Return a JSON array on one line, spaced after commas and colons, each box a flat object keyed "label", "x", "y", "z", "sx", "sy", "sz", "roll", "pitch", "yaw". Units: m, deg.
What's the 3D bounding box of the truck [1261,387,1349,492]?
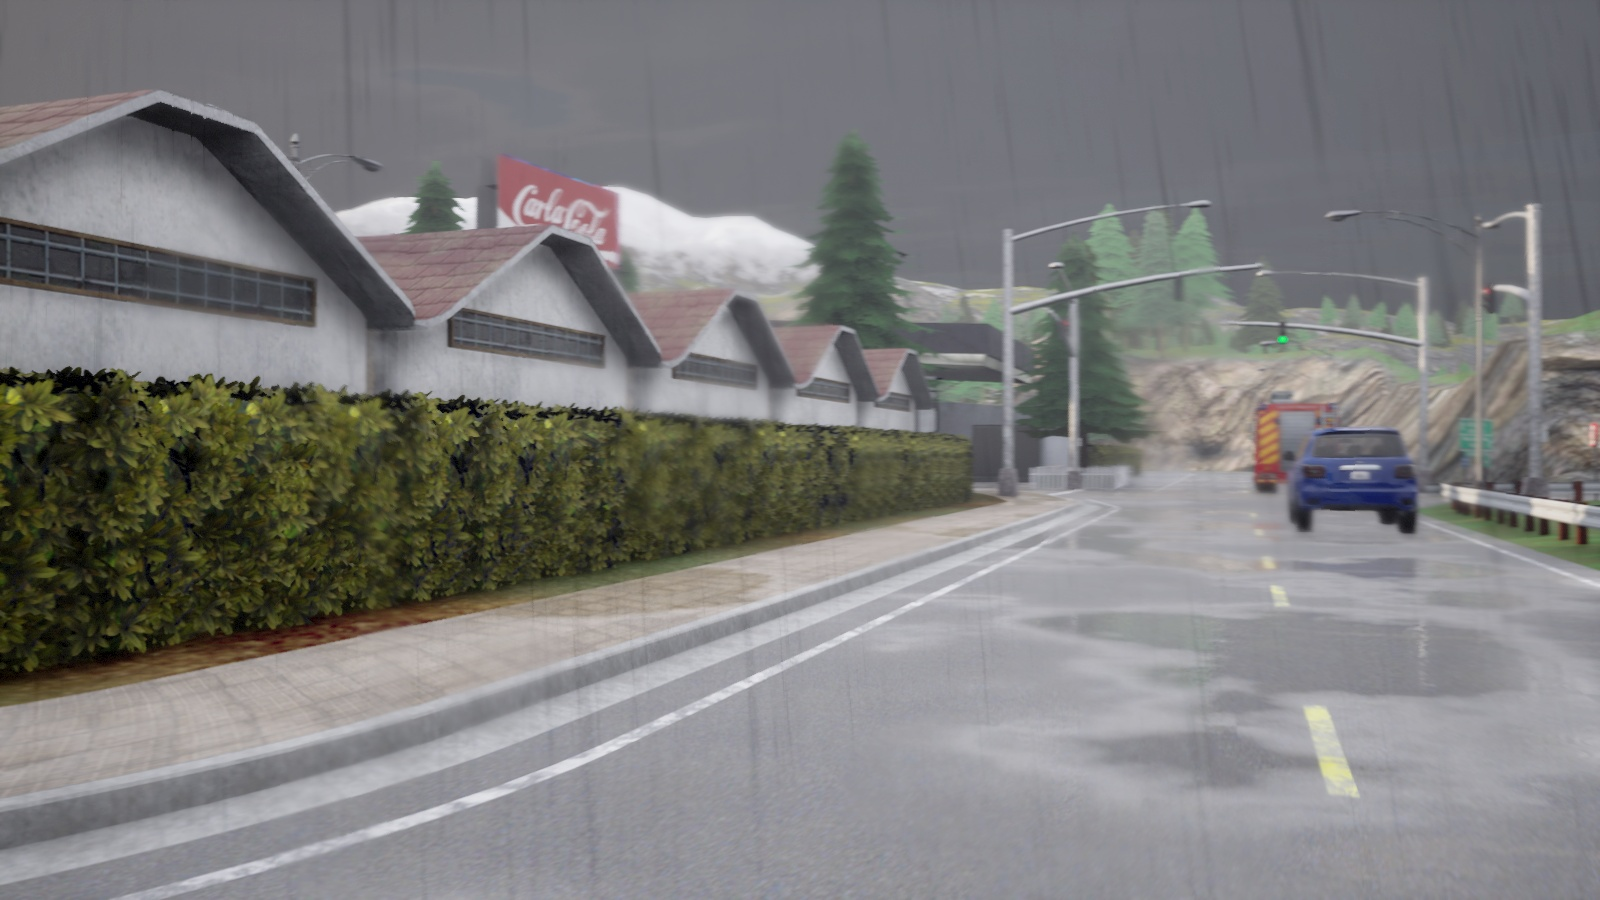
[{"label": "truck", "x": 19.968, "y": -0.316, "z": 50.065, "sx": 2.891, "sy": 3.827, "sz": 8.468, "roll": 0, "pitch": -1, "yaw": 19}]

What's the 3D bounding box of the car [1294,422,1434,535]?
[{"label": "car", "x": 11.367, "y": 0.529, "z": 25.678, "sx": 2.150, "sy": 2.045, "sz": 5.566, "roll": 0, "pitch": 0, "yaw": 19}]
